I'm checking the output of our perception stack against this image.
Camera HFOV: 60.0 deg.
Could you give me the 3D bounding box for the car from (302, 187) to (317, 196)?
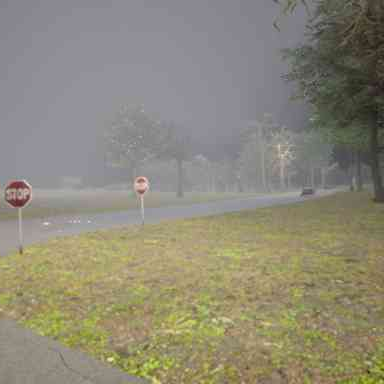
[{"bbox_3d":[20.010,-0.161,56.735,1.837,1.490,4.892,-2,1,29],"label":"car"}]
